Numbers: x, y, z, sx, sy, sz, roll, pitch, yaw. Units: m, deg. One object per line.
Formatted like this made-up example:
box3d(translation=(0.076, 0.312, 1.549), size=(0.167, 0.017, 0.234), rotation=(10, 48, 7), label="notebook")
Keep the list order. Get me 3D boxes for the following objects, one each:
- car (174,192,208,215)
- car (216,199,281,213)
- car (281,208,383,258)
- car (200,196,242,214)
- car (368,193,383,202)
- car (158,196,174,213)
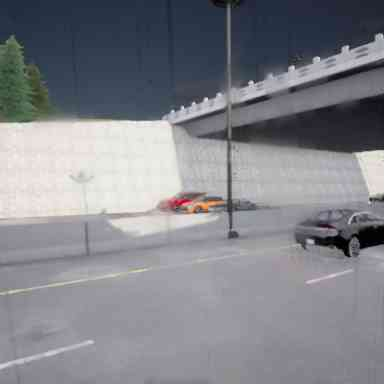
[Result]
box3d(translation=(1.101, 1.161, 30.566), size=(4.553, 1.767, 2.097), rotation=(-1, 0, -35), label="car")
box3d(translation=(4.328, 1.421, 24.272), size=(4.718, 1.301, 1.895), rotation=(-1, 0, -35), label="car")
box3d(translation=(5.810, 1.372, 12.189), size=(4.902, 1.511, 2.128), rotation=(-1, 0, -35), label="car")
box3d(translation=(3.469, 1.297, 27.957), size=(4.902, 1.511, 2.128), rotation=(-1, 0, -35), label="car")
box3d(translation=(32.375, 0.942, 57.084), size=(5.357, 1.411, 2.033), rotation=(-1, 0, -35), label="car")
box3d(translation=(-0.683, 1.027, 33.594), size=(5.566, 2.045, 2.150), rotation=(-1, 0, -35), label="car")
